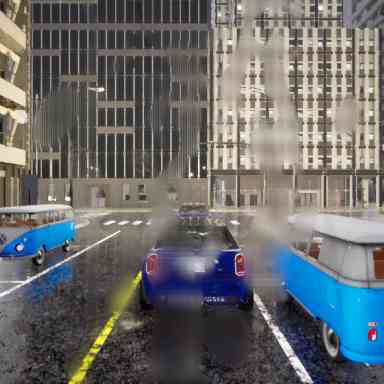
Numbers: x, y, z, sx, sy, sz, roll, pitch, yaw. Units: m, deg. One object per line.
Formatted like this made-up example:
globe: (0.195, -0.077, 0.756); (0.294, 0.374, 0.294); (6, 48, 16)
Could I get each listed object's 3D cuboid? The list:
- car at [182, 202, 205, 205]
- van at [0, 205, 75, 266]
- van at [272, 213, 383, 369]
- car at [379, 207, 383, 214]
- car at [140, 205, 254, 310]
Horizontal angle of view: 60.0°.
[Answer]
car: (0.089, 1.359, 18.164); (2.097, 1.767, 4.553); (0, 0, 0)
van: (-5.333, 1.345, 11.261); (1.690, 1.788, 3.998); (0, 0, 0)
van: (2.559, 1.343, 5.593); (1.690, 1.788, 3.998); (0, 0, 0)
car: (18.984, 1.490, 29.013); (4.829, 1.417, 1.752); (0, 0, 0)
car: (0.085, 1.354, 7.966); (2.097, 1.767, 4.553); (0, 0, 0)
